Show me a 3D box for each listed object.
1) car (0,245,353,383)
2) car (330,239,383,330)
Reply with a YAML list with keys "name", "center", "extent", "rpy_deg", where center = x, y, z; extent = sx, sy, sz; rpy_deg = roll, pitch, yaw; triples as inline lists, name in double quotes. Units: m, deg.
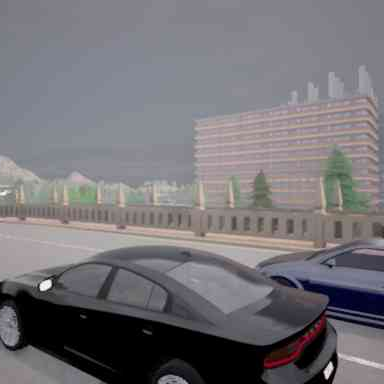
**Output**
- name: "car"
  center: [-0.751, 1.483, 4.526]
  extent: [5.008, 1.535, 1.882]
  rpy_deg: [0, 0, 35]
- name: "car"
  center: [3.158, 1.565, 6.040]
  extent: [4.181, 1.385, 1.994]
  rpy_deg: [0, 0, 35]
